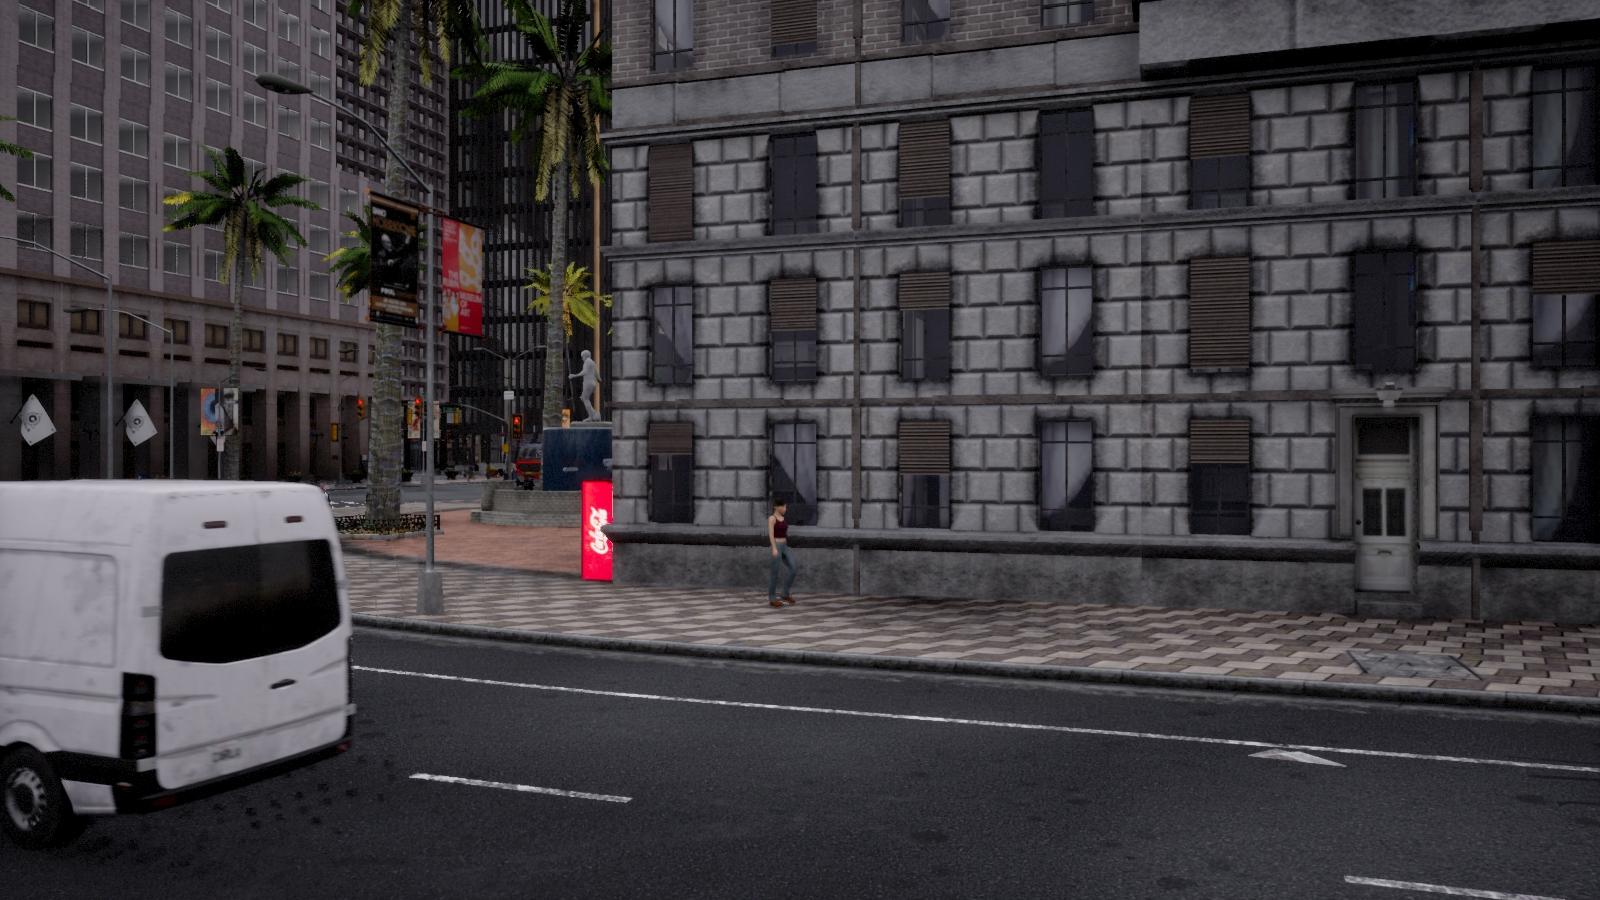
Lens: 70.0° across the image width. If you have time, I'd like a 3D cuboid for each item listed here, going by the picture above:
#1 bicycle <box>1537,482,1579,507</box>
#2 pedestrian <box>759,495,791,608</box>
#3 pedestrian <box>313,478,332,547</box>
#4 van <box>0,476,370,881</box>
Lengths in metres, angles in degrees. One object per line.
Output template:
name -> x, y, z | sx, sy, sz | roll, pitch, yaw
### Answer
bicycle -> 38.786, 2.263, 58.456 | 0.329, 1.171, 1.835 | 1, 2, -25
pedestrian -> -0.420, 1.696, 19.215 | 0.375, 1.860, 0.375 | 0, 0, 34
pedestrian -> -13.016, 1.696, 31.129 | 0.375, 1.860, 0.375 | 0, 0, -43
van -> -6.600, 1.534, 9.586 | 5.915, 2.561, 1.988 | 0, 0, 24
